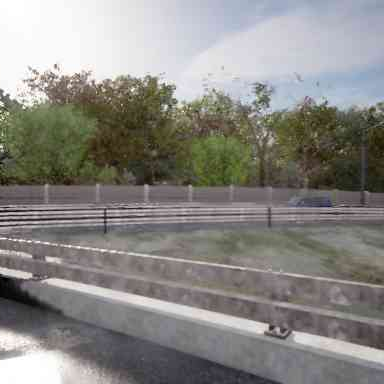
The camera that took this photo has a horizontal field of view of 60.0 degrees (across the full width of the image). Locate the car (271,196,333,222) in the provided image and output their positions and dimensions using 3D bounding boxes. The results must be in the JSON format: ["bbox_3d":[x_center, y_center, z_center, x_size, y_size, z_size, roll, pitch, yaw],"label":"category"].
[{"bbox_3d":[9.611,1.375,28.977,5.566,2.045,2.150,0,0,-19],"label":"car"}]

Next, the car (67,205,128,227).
[{"bbox_3d":[-6.565,1.592,23.329,4.181,1.385,1.994,0,0,-19],"label":"car"}]
